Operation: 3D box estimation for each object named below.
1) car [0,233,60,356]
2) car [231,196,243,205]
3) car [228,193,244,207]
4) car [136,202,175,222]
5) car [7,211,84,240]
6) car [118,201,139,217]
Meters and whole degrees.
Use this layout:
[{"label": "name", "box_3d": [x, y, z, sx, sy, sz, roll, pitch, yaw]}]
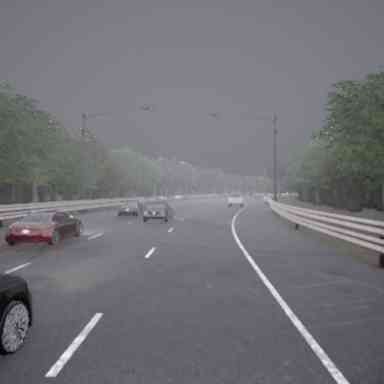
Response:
[{"label": "car", "box_3d": [-3.344, 1.484, 3.140, 2.128, 1.511, 4.902, 0, 0, 1]}, {"label": "car", "box_3d": [7.906, 1.462, 58.347, 1.882, 1.535, 5.008, 0, 0, 9]}, {"label": "car", "box_3d": [6.709, 1.204, 51.201, 2.150, 2.045, 5.566, 0, 0, 10]}, {"label": "car", "box_3d": [-2.496, 1.527, 25.723, 2.033, 1.411, 5.357, 0, 0, 4]}, {"label": "car", "box_3d": [-6.533, 1.543, 15.225, 1.994, 1.385, 4.181, 0, 0, 2]}, {"label": "car", "box_3d": [-5.569, 1.540, 31.470, 1.994, 1.385, 4.181, 0, 0, 4]}]
